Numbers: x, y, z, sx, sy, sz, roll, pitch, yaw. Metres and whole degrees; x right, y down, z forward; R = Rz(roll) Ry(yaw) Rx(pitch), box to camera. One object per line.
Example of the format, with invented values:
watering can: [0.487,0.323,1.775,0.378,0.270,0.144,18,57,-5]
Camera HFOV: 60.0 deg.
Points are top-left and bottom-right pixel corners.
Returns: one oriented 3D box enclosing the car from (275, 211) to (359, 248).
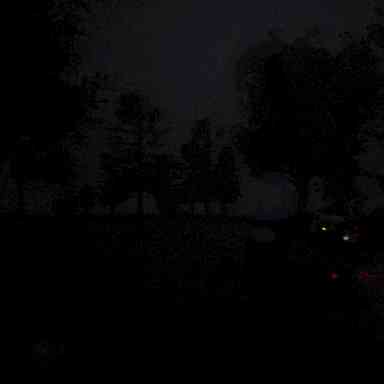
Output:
car: [5.464,1.578,15.047,1.812,1.442,4.674,0,0,-12]
